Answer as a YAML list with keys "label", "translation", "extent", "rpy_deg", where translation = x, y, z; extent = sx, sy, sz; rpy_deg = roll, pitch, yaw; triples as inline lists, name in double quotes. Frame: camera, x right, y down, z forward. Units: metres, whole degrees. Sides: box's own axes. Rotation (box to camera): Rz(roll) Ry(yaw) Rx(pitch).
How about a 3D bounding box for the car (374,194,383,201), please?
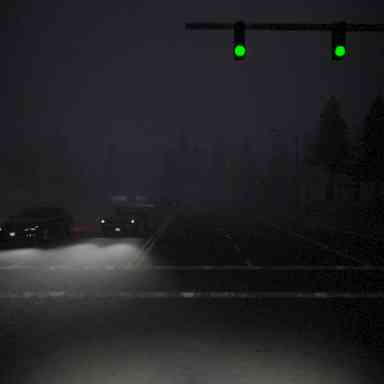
- label: "car"
  translation: [25.803, 1.025, 42.499]
  extent: [4.553, 1.767, 2.097]
  rpy_deg: [0, 0, 0]

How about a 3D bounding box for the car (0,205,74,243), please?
- label: "car"
  translation: [-7.067, 1.404, 15.529]
  extent: [1.837, 1.490, 4.892]
  rpy_deg: [0, 0, 0]

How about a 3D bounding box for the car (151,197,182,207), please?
- label: "car"
  translation: [-3.422, 1.300, 43.352]
  extent: [1.895, 1.301, 4.718]
  rpy_deg: [0, 1, -38]

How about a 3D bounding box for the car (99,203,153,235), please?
- label: "car"
  translation: [-3.554, 1.484, 18.167]
  extent: [1.895, 1.301, 4.718]
  rpy_deg: [0, 0, 1]
